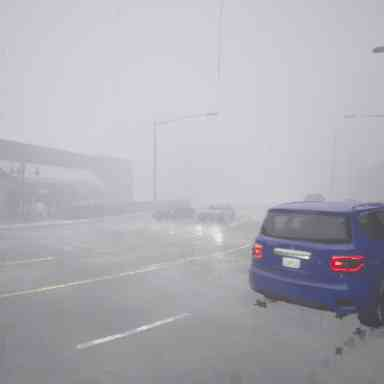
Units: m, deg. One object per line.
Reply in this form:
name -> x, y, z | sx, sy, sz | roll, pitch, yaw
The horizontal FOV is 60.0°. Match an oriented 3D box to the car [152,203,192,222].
car -> -1.353, 1.601, 26.816 | 1.895, 1.301, 4.718 | 0, 0, 22

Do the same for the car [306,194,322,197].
car -> 13.647, 1.217, 37.174 | 2.150, 2.045, 5.566 | 0, -1, 20

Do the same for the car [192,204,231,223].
car -> 1.945, 1.601, 25.612 | 1.895, 1.301, 4.718 | 0, 0, 21

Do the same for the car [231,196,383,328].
car -> 3.461, 1.223, 7.330 | 2.150, 2.045, 5.566 | 0, 1, 44

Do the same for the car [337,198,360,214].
car -> 17.263, 1.478, 36.903 | 1.882, 1.535, 5.008 | 0, 0, 20

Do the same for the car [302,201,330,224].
car -> 9.459, 1.502, 25.377 | 1.837, 1.490, 4.892 | 0, -1, 21

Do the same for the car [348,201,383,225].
car -> 13.086, 1.478, 25.082 | 1.882, 1.535, 5.008 | 0, 0, 20
